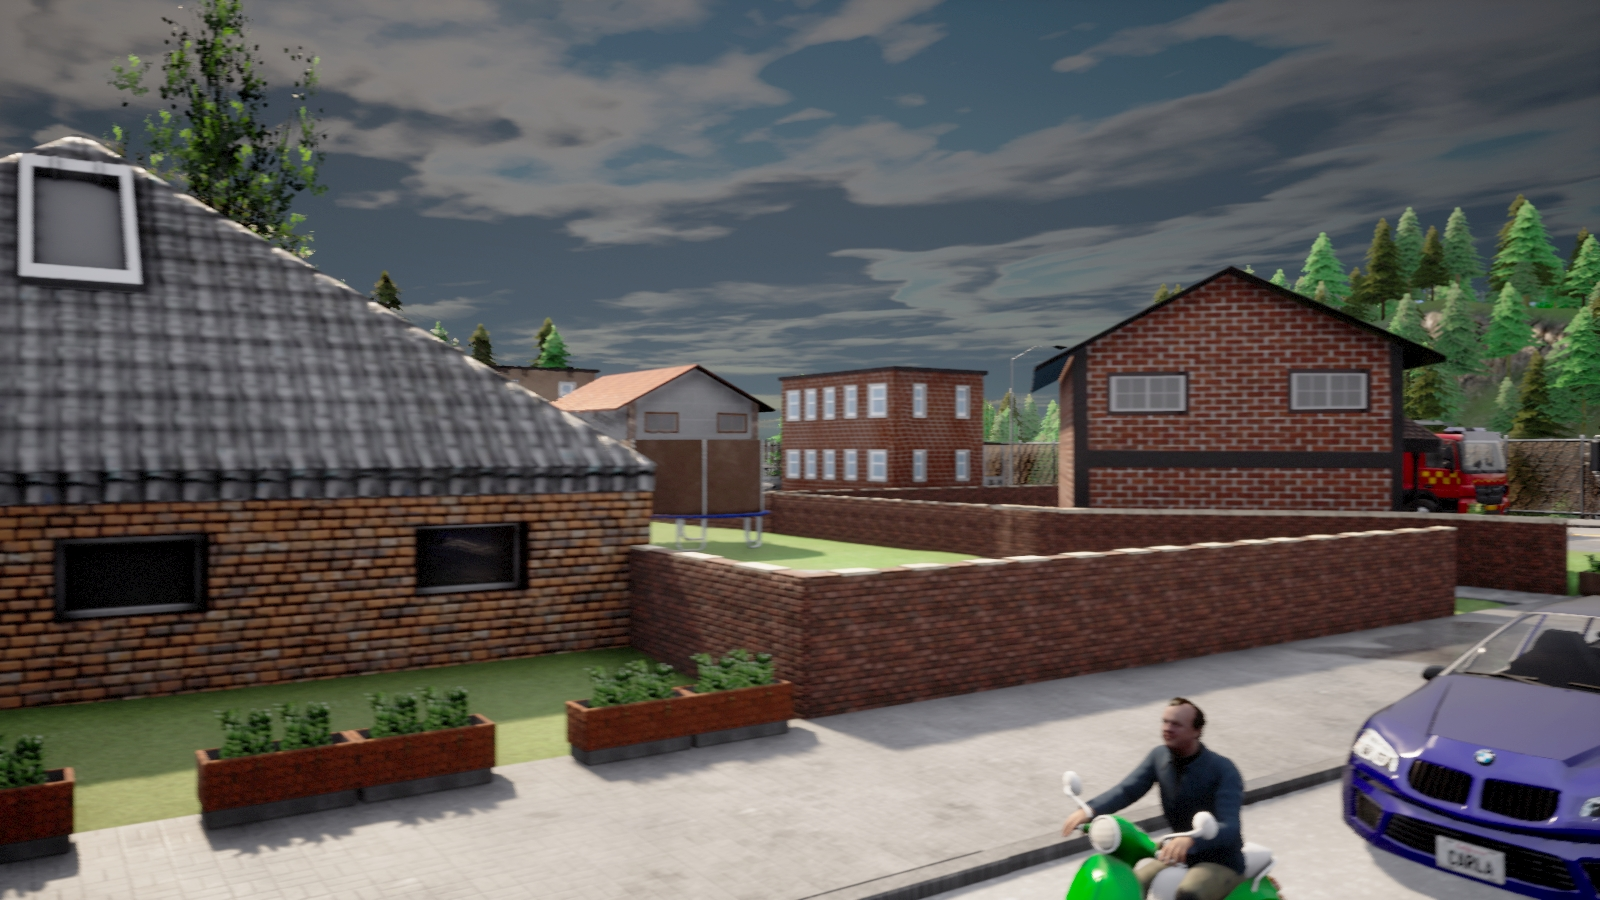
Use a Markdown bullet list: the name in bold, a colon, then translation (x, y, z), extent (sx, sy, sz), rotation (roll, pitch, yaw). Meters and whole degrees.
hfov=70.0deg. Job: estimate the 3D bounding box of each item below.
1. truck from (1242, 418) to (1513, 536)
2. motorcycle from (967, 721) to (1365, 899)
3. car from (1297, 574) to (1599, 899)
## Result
- **truck**: translation (20.645, 0.882, 41.487), extent (2.891, 3.827, 8.468), rotation (0, 0, -34)
- **motorcycle**: translation (1.750, 2.140, 5.384), extent (1.805, 1.316, 0.856), rotation (0, 0, -34)
- **car**: translation (5.947, 1.966, 8.192), extent (4.611, 1.667, 2.242), rotation (0, 0, -34)
